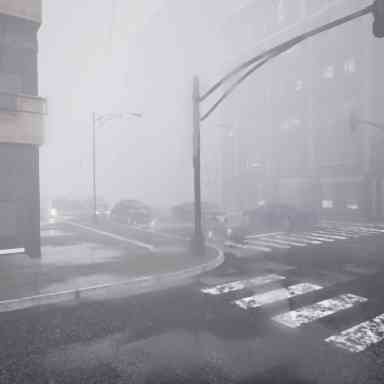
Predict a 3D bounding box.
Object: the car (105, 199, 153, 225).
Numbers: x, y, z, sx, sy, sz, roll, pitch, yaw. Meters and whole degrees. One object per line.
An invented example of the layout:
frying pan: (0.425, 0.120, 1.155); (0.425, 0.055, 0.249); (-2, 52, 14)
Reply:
car: (-4.417, 1.509, 24.199); (1.887, 1.381, 4.507); (-1, 1, -35)

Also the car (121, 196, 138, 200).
car: (-5.493, 1.374, 30.526); (1.882, 1.535, 5.008); (-1, 1, -35)

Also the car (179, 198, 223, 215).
car: (0.757, 1.360, 31.856); (1.887, 1.381, 4.507); (-1, 1, -35)

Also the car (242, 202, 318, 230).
car: (5.254, 1.386, 20.575); (1.882, 1.535, 5.008); (-2, 1, -37)

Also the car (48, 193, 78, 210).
car: (-15.918, 1.313, 41.040); (1.967, 1.590, 4.097); (-1, 1, -35)

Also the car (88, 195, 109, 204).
car: (-15.594, 1.217, 55.295); (1.752, 1.417, 4.829); (-1, 1, -35)

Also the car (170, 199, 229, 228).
car: (0.392, 1.434, 22.020); (2.128, 1.511, 4.902); (-1, 1, -35)

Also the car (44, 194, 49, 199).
car: (-34.998, 1.075, 83.330); (1.752, 1.417, 4.829); (-1, 1, -35)

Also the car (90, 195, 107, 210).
car: (-11.494, 1.397, 39.210); (2.033, 1.411, 5.357); (-1, 1, -35)

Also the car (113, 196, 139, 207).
car: (-9.126, 1.266, 45.950); (1.752, 1.417, 4.829); (-1, 1, -35)

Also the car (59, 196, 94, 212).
car: (-12.683, 1.448, 36.368); (2.008, 1.369, 4.403); (-1, 1, -35)

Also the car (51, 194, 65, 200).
car: (-31.667, 1.124, 78.518); (2.008, 1.369, 4.403); (-1, 1, -35)
